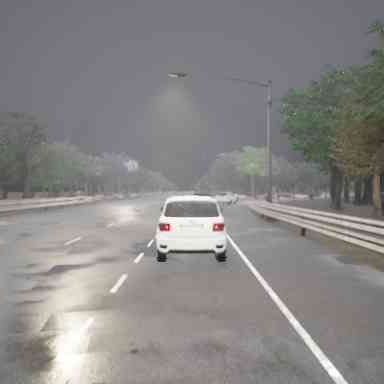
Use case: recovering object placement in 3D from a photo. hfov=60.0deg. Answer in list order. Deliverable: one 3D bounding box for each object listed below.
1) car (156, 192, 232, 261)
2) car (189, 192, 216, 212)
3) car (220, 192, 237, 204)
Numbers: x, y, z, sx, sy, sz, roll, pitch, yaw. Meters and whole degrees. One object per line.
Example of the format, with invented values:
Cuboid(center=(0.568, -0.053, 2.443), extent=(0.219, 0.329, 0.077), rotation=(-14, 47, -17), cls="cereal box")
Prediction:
Cuboid(center=(-0.013, 1.161, 12.109), extent=(2.150, 2.045, 5.566), rotation=(0, 0, 0), cls="car")
Cuboid(center=(1.298, 1.040, 36.688), extent=(2.150, 2.045, 5.566), rotation=(0, 0, 10), cls="car")
Cuboid(center=(5.414, 0.983, 51.899), extent=(2.150, 2.045, 5.566), rotation=(0, 0, 21), cls="car")
